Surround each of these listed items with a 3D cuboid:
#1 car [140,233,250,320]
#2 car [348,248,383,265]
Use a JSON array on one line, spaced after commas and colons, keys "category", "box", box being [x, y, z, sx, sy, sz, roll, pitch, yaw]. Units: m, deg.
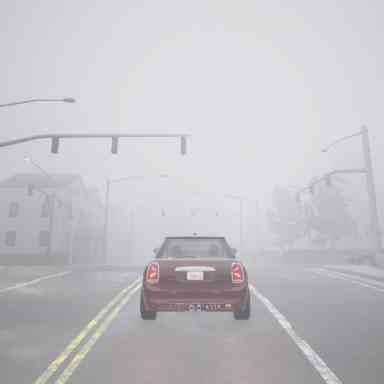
[{"category": "car", "box": [0.077, 1.790, 8.230, 2.097, 1.767, 4.553, 0, -6, 0]}, {"category": "car", "box": [16.223, 5.693, 29.057, 4.892, 1.490, 1.837, 0, -12, 1]}]
